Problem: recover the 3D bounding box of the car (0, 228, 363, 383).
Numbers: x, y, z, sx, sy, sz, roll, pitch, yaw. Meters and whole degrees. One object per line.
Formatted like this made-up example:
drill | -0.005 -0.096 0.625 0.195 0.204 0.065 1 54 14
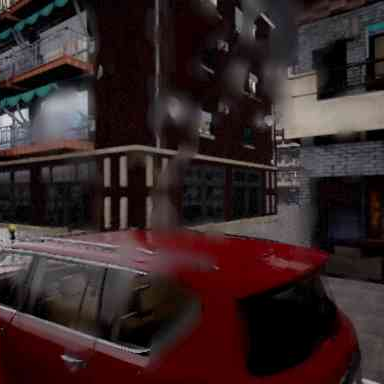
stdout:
car | -0.971 1.312 3.428 5.009 1.841 2.192 0 -1 36
